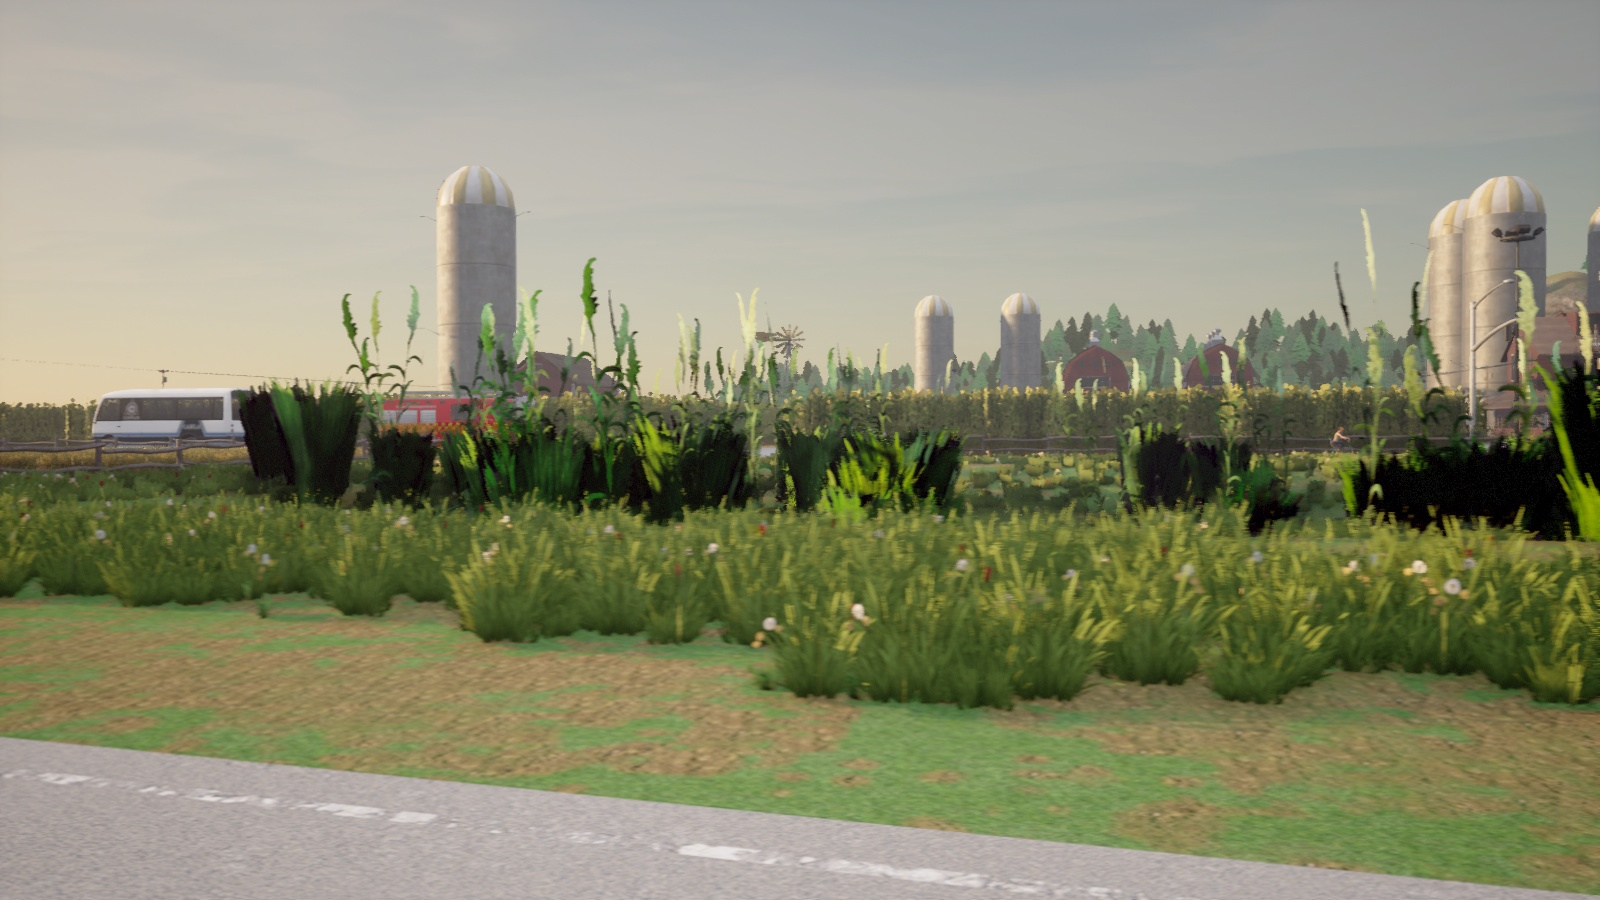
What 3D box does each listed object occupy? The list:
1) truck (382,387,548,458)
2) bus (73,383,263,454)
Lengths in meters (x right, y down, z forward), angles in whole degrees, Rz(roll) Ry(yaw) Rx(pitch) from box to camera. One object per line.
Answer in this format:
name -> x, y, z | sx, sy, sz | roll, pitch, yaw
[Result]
truck -> -18.547, -1.518, 69.645 | 8.468, 3.827, 2.891 | 0, 1, 13
bus -> -38.906, -1.928, 77.469 | 10.273, 4.253, 3.944 | 0, 1, 13
